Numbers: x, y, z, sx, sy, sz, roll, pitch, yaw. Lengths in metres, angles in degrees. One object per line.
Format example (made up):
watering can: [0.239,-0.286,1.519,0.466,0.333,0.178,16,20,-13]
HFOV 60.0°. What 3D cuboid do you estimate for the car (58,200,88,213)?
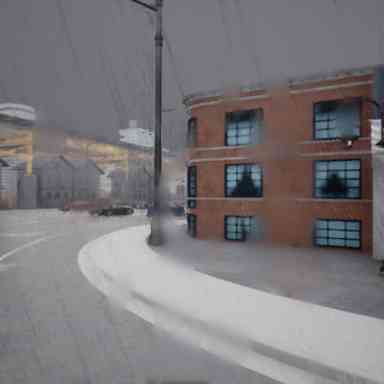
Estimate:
car: [-14.658,1.772,42.334,1.882,1.535,5.008,0,-1,29]

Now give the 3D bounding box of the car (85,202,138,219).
car: [-7.808,1.851,32.690,1.895,1.301,4.718,0,-1,29]

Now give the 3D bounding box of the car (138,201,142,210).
car: [-7.166,1.962,48.642,1.994,1.385,4.181,0,-1,29]

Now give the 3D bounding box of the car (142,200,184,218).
car: [-2.681,1.651,34.557,2.097,1.767,4.553,0,-1,28]
